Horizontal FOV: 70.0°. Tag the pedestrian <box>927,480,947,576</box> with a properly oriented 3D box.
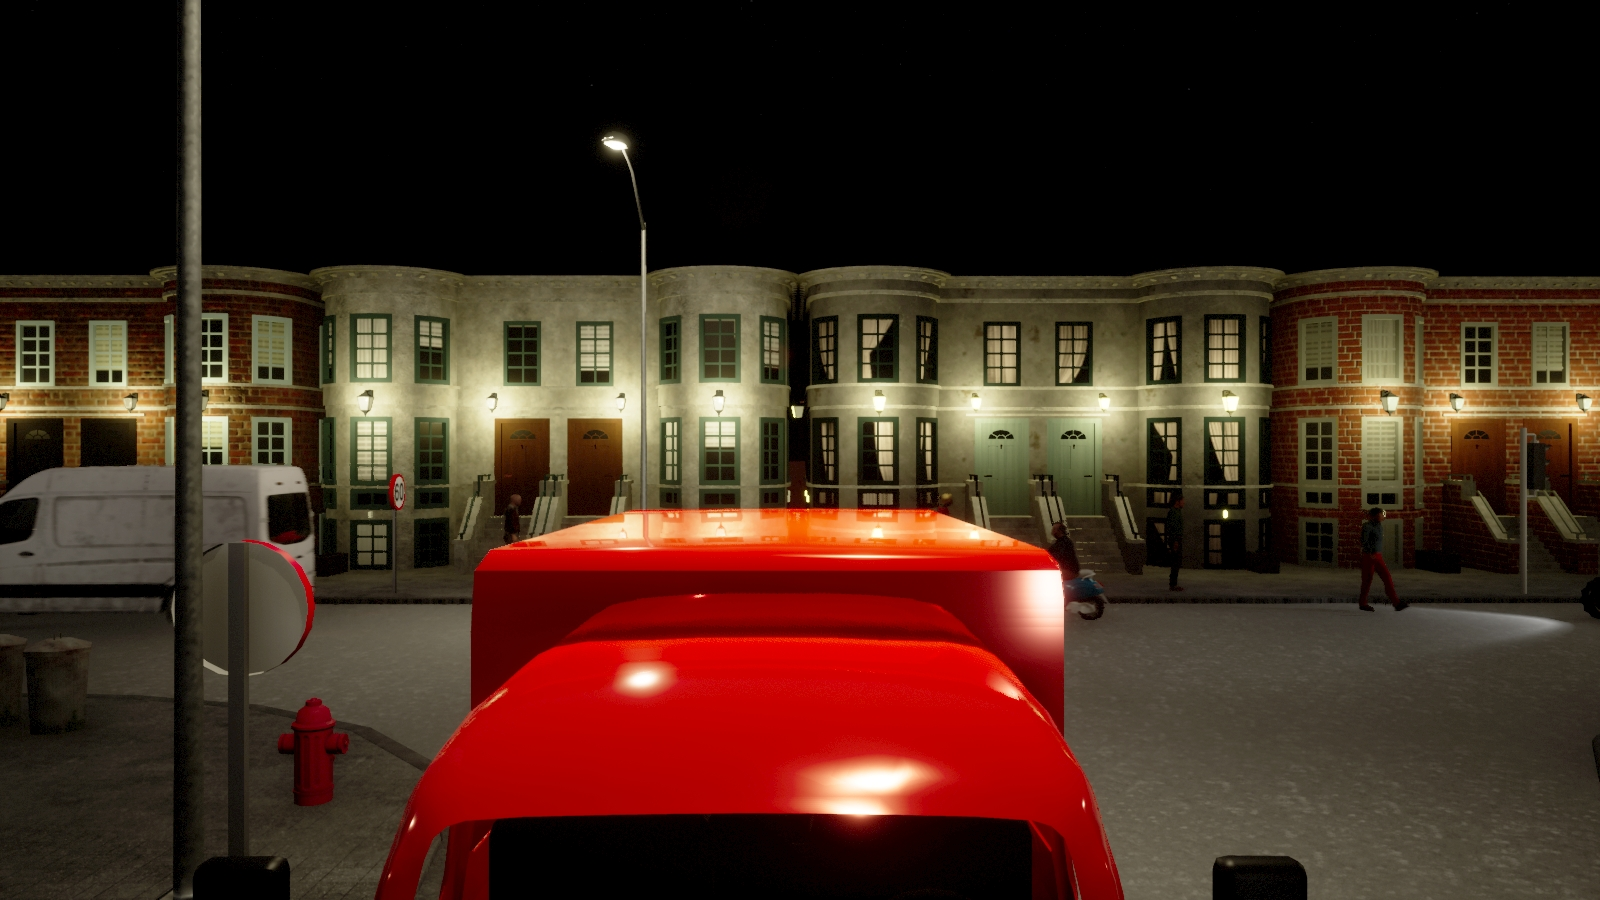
[{"bbox_3d":[2.698,1.525,22.511,0.375,1.860,0.375,0,0,7],"label":"pedestrian"}]

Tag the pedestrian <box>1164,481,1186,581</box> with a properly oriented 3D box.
[{"bbox_3d":[7.098,1.524,21.621,0.375,1.860,0.375,0,0,23],"label":"pedestrian"}]

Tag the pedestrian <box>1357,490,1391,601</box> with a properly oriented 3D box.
[{"bbox_3d":[9.867,1.628,19.644,0.375,1.860,0.375,0,0,-27],"label":"pedestrian"}]

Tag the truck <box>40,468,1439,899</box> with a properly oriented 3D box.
[{"bbox_3d":[-0.117,1.348,4.748,2.627,2.467,5.204,0,0,0],"label":"truck"}]

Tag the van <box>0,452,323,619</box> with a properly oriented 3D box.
[{"bbox_3d":[-11.140,1.315,18.612,5.915,2.561,1.988,0,0,0],"label":"van"}]

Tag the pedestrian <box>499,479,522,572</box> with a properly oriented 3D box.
[{"bbox_3d":[-5.858,1.525,23.151,0.375,1.860,0.375,0,0,0],"label":"pedestrian"}]
